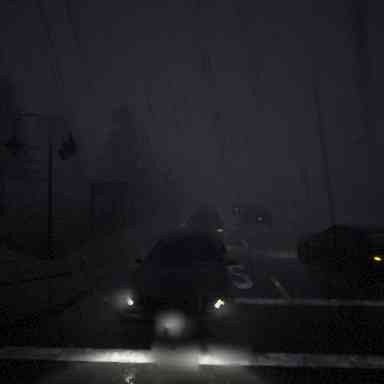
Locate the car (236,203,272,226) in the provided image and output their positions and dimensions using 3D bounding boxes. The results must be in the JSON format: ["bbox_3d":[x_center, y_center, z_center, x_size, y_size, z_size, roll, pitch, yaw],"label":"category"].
[{"bbox_3d":[4.686,1.672,24.979,1.882,1.535,5.008,0,0,2],"label":"car"}]

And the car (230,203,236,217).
[{"bbox_3d":[5.091,1.813,35.179,2.033,1.411,5.357,0,0,3],"label":"car"}]

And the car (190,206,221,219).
[{"bbox_3d":[0.725,1.678,17.782,2.033,1.411,5.357,0,0,3],"label":"car"}]

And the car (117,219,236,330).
[{"bbox_3d":[-0.048,1.605,7.605,2.033,1.411,5.357,0,0,5],"label":"car"}]

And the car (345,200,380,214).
[{"bbox_3d":[19.474,1.683,38.880,2.007,1.523,4.514,0,0,3],"label":"car"}]

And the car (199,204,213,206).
[{"bbox_3d":[1.204,1.752,28.403,2.033,1.411,5.357,0,0,3],"label":"car"}]

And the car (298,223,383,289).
[{"bbox_3d":[4.642,1.613,9.379,1.812,1.442,4.674,0,-1,-5],"label":"car"}]

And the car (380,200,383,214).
[{"bbox_3d":[22.609,1.685,38.763,2.152,1.636,5.027,0,0,3],"label":"car"}]
